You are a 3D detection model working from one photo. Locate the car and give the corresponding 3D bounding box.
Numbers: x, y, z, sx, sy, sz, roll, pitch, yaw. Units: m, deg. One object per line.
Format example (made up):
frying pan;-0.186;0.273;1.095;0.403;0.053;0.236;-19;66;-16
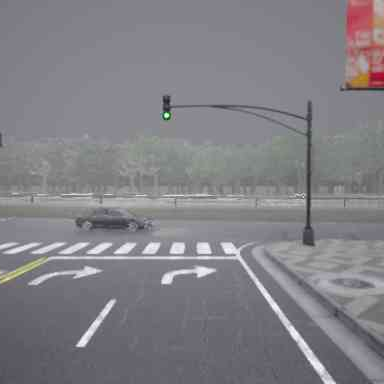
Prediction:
car;-4.795;1.697;20.726;4.892;1.490;1.837;0;2;9
